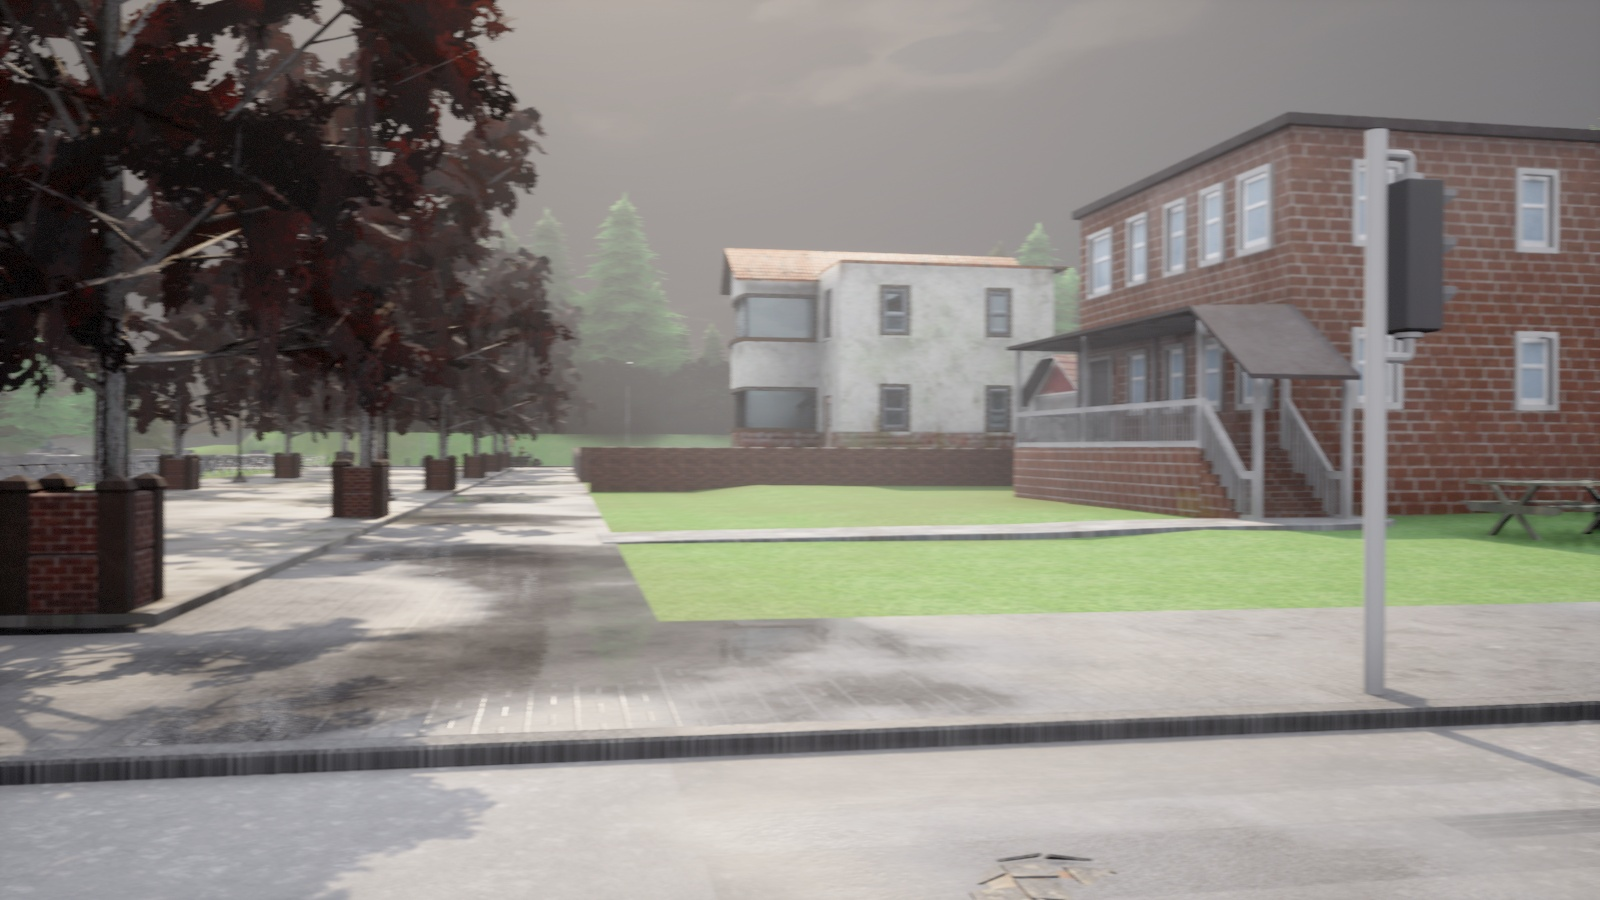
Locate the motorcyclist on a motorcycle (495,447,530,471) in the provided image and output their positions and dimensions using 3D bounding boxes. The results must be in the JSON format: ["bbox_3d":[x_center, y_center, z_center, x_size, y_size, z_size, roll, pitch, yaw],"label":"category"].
[{"bbox_3d":[-20.159,0.620,88.185,2.350,1.649,0.766,0,0,-11],"label":"motorcyclist on a motorcycle"}]
